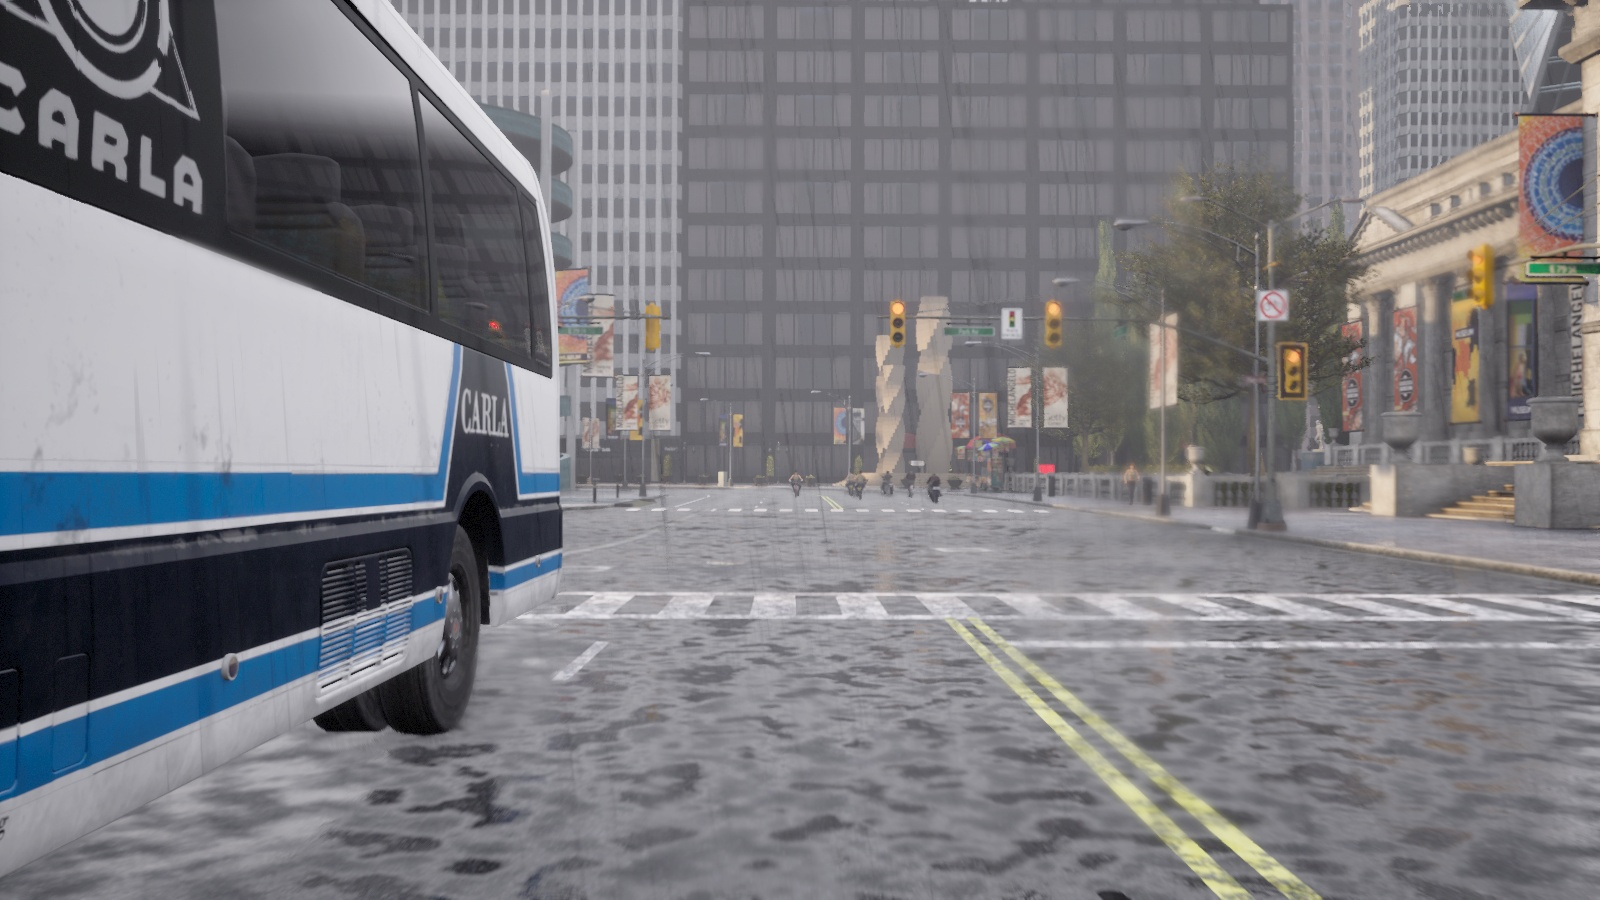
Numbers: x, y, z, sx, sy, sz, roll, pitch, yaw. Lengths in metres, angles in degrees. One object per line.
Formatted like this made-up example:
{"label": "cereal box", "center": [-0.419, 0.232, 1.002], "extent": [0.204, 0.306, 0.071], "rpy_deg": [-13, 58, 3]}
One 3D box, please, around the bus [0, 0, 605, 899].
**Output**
{"label": "bus", "center": [-3.518, -0.467, 4.882], "extent": [3.944, 4.253, 10.273], "rpy_deg": [0, -1, 0]}

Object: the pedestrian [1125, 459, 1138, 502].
{"label": "pedestrian", "center": [14.109, 1.305, 53.450], "extent": [0.345, 1.836, 0.594], "rpy_deg": [0, -1, 0]}

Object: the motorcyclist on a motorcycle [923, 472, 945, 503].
{"label": "motorcyclist on a motorcycle", "center": [6.835, 1.888, 64.019], "extent": [0.866, 1.530, 2.191], "rpy_deg": [0, -1, 0]}
